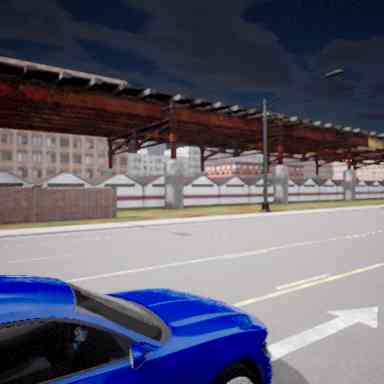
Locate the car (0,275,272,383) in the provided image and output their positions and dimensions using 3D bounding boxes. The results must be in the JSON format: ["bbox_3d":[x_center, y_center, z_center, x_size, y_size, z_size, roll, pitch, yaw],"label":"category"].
[{"bbox_3d":[-1.479,1.476,2.691,5.008,1.535,1.882,0,0,-36],"label":"car"}]
